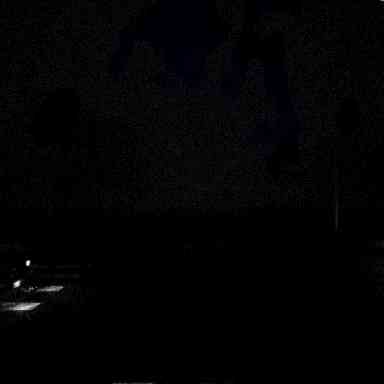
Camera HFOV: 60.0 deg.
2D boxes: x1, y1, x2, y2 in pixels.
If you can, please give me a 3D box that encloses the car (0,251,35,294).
[{"bbox_3d":[-6.377,1.599,7.122,5.357,1.411,2.033,-1,0,1],"label":"car"}]
